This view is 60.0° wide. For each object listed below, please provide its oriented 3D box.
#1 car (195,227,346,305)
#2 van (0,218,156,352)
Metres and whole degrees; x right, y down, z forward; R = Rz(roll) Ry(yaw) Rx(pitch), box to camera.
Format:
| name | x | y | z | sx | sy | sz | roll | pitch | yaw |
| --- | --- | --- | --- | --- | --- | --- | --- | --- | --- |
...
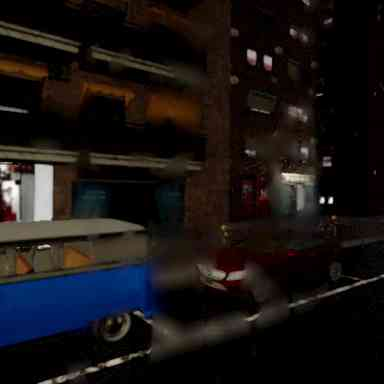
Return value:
| name | x | y | z | sx | sy | sz | roll | pitch | yaw |
| --- | --- | --- | --- | --- | --- | --- | --- | --- | --- |
| car | 2.041 | 1.543 | 7.964 | 4.206 | 1.307 | 1.802 | 0 | 1 | -36 |
| van | -2.470 | 1.337 | 4.733 | 3.998 | 1.788 | 1.690 | 0 | 1 | -36 |
